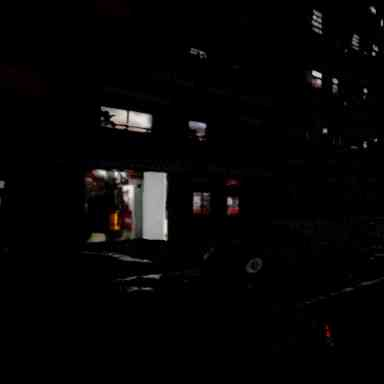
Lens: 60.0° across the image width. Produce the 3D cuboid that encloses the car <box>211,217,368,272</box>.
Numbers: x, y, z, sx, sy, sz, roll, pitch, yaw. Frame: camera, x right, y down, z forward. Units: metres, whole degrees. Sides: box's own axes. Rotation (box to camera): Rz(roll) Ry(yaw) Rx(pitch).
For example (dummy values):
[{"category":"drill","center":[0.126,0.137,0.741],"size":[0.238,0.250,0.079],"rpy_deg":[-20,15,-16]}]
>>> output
[{"category":"car","center":[2.162,1.440,8.083],"size":[4.097,1.590,1.967],"rpy_deg":[0,1,-35]}]

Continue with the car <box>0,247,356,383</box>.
[{"category":"car","center":[-0.530,1.564,2.998],"size":[4.181,1.385,1.994],"rpy_deg":[0,0,-35]}]

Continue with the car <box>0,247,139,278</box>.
[{"category":"car","center":[-2.450,1.566,4.798],"size":[4.313,1.339,1.947],"rpy_deg":[0,1,-35]}]

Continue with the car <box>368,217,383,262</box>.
[{"category":"car","center":[6.770,1.551,11.372],"size":[4.403,1.369,2.008],"rpy_deg":[0,1,-35]}]
